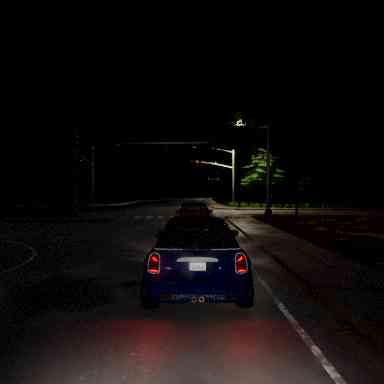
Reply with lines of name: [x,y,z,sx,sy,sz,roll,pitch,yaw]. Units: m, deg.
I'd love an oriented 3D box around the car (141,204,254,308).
car: [0.101,1.347,8.060,2.097,1.767,4.553,0,0,0]

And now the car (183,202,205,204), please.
car: [0.106,1.338,18.181,2.097,1.767,4.553,0,0,0]
